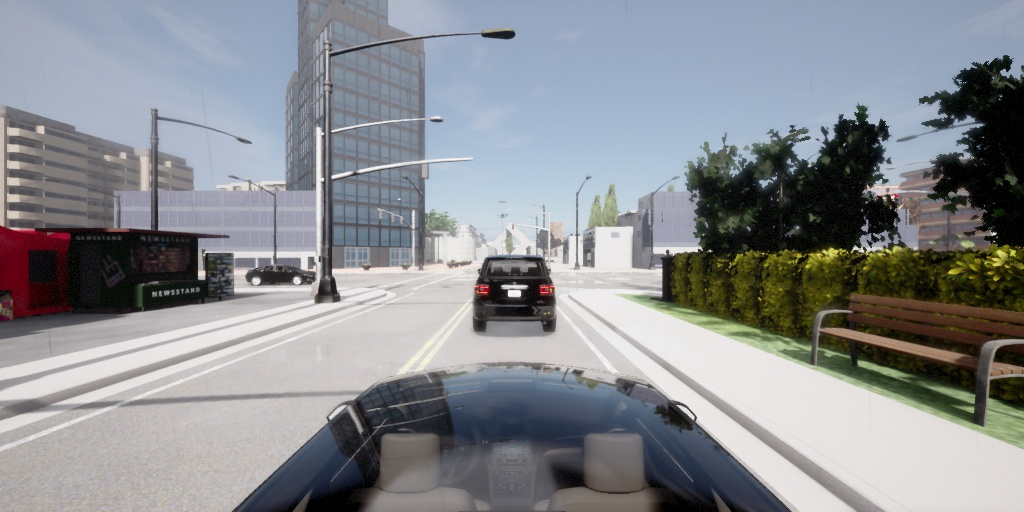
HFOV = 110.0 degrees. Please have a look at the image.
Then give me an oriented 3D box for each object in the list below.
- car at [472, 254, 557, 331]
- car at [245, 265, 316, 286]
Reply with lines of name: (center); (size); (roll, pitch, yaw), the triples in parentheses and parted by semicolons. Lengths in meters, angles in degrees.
car: (0.075, 0.971, 11.079); (2.150, 2.045, 5.566); (0, 0, 0)
car: (-16.638, 1.362, 26.173); (4.892, 1.490, 1.837); (-1, 0, 0)
